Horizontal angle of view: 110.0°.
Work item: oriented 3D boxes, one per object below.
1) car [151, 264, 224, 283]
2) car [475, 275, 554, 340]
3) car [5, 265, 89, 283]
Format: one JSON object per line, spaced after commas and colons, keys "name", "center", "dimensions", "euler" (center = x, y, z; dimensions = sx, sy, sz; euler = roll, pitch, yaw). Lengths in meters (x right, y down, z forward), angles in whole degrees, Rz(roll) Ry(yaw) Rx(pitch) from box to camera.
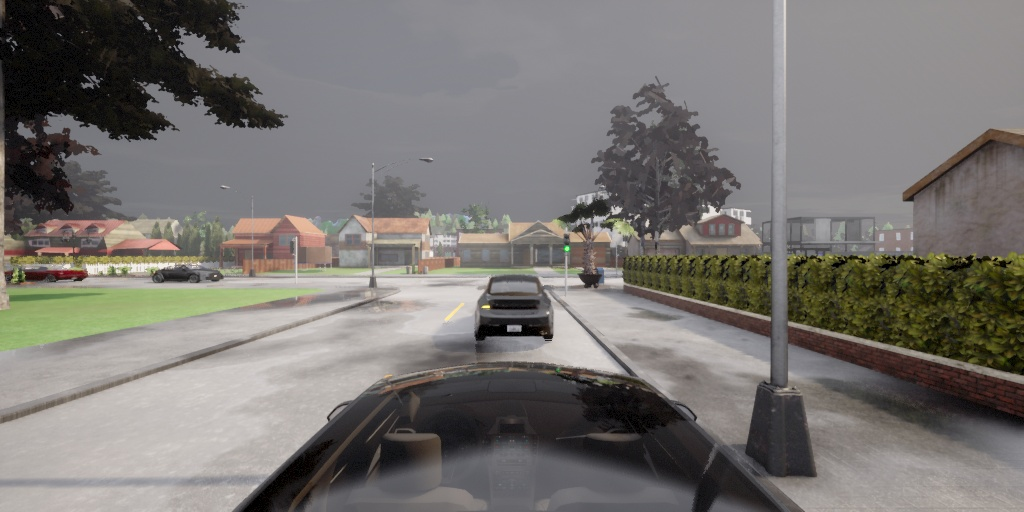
{"name": "car", "center": [-24.180, 1.314, 26.815], "dimensions": [4.181, 1.385, 1.994], "euler": [0, 0, 0]}
{"name": "car", "center": [0.067, 1.257, 9.958], "dimensions": [1.837, 1.490, 4.892], "euler": [0, 1, 0]}
{"name": "car", "center": [-34.925, 1.351, 26.810], "dimensions": [4.718, 1.301, 1.895], "euler": [0, 0, 0]}
